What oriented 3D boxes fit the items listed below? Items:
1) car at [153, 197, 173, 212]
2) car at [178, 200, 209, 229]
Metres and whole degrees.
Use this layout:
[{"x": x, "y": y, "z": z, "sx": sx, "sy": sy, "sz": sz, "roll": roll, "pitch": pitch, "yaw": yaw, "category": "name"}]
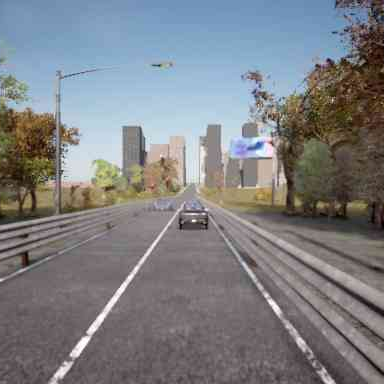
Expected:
[{"x": -3.364, "y": 1.384, "z": 39.512, "sx": 2.097, "sy": 1.767, "sz": 4.553, "roll": 0, "pitch": 0, "yaw": 0, "category": "car"}, {"x": 0.094, "y": 1.509, "z": 22.066, "sx": 2.128, "sy": 1.511, "sz": 4.902, "roll": 0, "pitch": 0, "yaw": 0, "category": "car"}]
